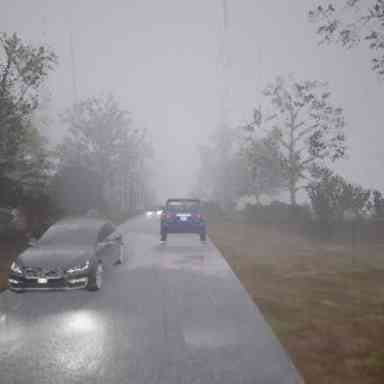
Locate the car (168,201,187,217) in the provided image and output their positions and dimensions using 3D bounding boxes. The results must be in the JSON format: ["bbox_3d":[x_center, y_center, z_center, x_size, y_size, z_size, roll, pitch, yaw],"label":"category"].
[{"bbox_3d":[-1.648,1.757,36.026,1.882,1.535,5.008,0,-1,-4],"label":"car"}]

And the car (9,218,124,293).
[{"bbox_3d":[-3.075,1.533,9.086,1.837,1.490,4.892,0,0,-2],"label":"car"}]

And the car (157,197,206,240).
[{"bbox_3d":[-0.494,1.294,17.493,2.150,2.045,5.566,0,0,-3],"label":"car"}]

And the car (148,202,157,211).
[{"bbox_3d":[-5.416,2.137,49.389,1.895,1.301,4.718,0,-1,-3],"label":"car"}]
